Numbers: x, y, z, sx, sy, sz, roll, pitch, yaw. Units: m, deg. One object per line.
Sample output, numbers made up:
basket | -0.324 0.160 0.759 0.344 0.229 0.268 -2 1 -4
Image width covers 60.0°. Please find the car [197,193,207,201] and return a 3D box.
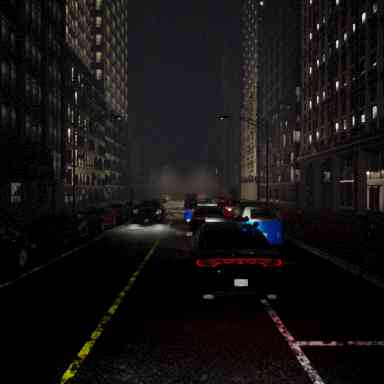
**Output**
car | 2.441 1.293 82.315 2.192 1.841 5.009 -1 0 0

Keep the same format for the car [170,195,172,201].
car | -5.905 1.421 70.922 1.967 1.590 4.097 -1 0 0

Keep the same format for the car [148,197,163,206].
car | -5.853 1.537 53.871 2.008 1.369 4.403 -1 0 0

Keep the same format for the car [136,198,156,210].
car | -5.820 1.541 42.504 2.008 1.369 4.403 -1 0 0

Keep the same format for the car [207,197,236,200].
car | 2.608 1.309 25.478 2.192 1.841 5.009 -1 0 0

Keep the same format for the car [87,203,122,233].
car | -5.753 1.540 19.770 1.887 1.381 4.507 -1 0 0

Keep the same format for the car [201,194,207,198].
car | 2.527 1.537 53.896 2.008 1.369 4.403 -1 0 0

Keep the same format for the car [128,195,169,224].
car | -3.068 1.346 24.658 2.097 1.767 4.553 0 0 0

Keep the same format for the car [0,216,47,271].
car | -5.720 1.549 8.402 2.008 1.369 4.403 -1 0 0

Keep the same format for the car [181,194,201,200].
car | -0.118 1.467 45.602 1.882 1.535 5.008 0 0 0

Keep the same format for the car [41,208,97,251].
car | -5.736 1.563 14.086 1.947 1.339 4.313 -1 0 0

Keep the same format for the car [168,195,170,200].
car | -5.887 1.565 65.238 1.802 1.307 4.206 -1 0 0

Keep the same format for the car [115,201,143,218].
car | -5.786 1.575 31.137 1.802 1.307 4.206 -1 0 0

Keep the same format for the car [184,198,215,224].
car | 0.574 1.472 24.550 1.882 1.535 5.008 0 0 6

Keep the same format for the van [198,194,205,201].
van | 2.425 1.317 87.998 1.690 1.788 3.998 -1 0 0

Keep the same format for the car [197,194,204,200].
car | 2.409 1.413 93.682 1.967 1.590 4.097 -1 0 0

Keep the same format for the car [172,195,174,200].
car | -5.936 1.503 82.120 1.752 1.417 4.829 -1 0 0

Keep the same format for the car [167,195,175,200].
car | -5.971 1.539 93.657 1.947 1.339 4.313 -1 0 0

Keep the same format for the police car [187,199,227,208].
police car | 0.848 1.421 18.562 1.930 1.638 5.238 0 0 0

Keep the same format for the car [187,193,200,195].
car | -0.172 1.206 59.491 2.150 2.045 5.566 0 0 0

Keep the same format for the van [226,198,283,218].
van | 2.642 1.338 14.111 1.690 1.788 3.998 -1 0 0

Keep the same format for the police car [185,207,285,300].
police car | 0.878 1.423 8.561 1.930 1.638 5.238 0 0 0

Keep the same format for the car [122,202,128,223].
car | -5.770 1.545 25.453 2.008 1.369 4.403 -1 0 0

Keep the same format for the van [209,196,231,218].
van | 2.592 1.334 31.162 1.690 1.788 3.998 -1 0 0
